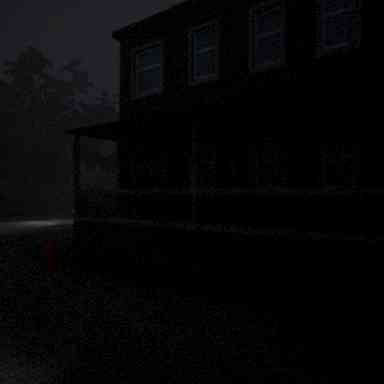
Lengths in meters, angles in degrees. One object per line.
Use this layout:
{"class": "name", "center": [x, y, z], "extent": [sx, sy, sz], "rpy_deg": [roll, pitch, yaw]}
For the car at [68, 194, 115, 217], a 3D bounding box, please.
{"class": "car", "center": [-7.799, 1.190, 28.590], "extent": [2.150, 2.045, 5.566], "rpy_deg": [0, 0, 35]}
